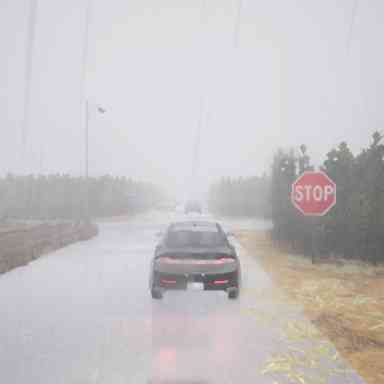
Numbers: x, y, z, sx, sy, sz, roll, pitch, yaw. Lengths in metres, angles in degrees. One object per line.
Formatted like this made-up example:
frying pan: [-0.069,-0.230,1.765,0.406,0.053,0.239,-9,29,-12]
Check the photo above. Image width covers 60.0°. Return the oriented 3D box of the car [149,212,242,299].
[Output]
car: [0.075,1.484,8.410,2.128,1.511,4.902,0,0,0]

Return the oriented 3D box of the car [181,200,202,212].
car: [0.108,1.672,37.747,2.033,1.411,5.357,0,0,0]

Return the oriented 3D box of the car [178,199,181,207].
car: [-3.166,1.533,54.250,2.097,1.767,4.553,0,-1,0]

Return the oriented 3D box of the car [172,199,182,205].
car: [-3.079,2.085,69.797,1.994,1.385,4.181,0,-1,0]

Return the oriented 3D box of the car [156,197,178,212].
car: [-3.181,1.488,40.705,2.097,1.767,4.553,0,0,0]
